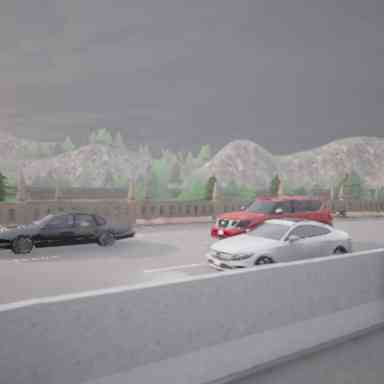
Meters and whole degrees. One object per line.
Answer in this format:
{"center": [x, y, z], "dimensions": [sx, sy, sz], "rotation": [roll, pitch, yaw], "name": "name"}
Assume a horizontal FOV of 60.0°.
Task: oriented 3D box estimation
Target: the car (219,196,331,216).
{"center": [3.526, 1.210, 14.119], "dimensions": [5.566, 2.045, 2.150], "rotation": [0, 0, -29], "name": "car"}

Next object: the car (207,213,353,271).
{"center": [2.653, 1.518, 9.580], "dimensions": [4.674, 1.442, 1.812], "rotation": [0, 0, -30], "name": "car"}

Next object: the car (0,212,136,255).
{"center": [-4.954, 1.495, 13.139], "dimensions": [5.357, 1.411, 2.033], "rotation": [0, 0, -33], "name": "car"}
